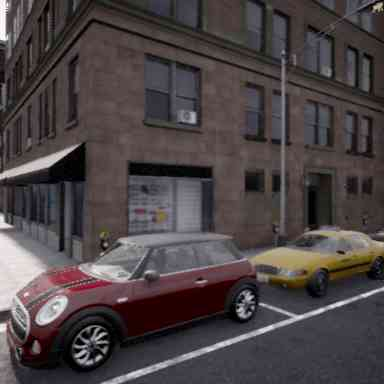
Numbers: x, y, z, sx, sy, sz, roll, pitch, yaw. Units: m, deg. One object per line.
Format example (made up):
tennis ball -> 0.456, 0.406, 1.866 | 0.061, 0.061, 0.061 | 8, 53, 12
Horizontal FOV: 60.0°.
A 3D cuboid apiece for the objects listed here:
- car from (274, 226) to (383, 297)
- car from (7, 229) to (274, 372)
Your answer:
car -> 3.527, 1.609, 8.784 | 4.829, 1.417, 1.752 | 1, -1, -36
car -> -0.795, 1.475, 5.637 | 4.097, 1.590, 1.967 | 1, -1, -36
